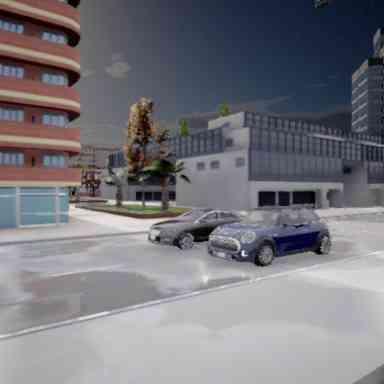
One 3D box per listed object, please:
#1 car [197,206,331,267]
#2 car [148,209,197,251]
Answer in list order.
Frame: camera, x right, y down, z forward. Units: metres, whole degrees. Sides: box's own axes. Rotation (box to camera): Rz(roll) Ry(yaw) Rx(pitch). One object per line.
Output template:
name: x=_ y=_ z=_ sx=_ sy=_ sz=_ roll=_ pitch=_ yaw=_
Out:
car: x=2.726 y=1.322 z=11.464 sx=4.553 sy=1.767 sz=2.097 roll=0 pitch=0 yaw=-36
car: x=0.497 y=1.463 z=14.174 sx=4.902 sy=1.511 sz=2.128 roll=0 pitch=0 yaw=-35
